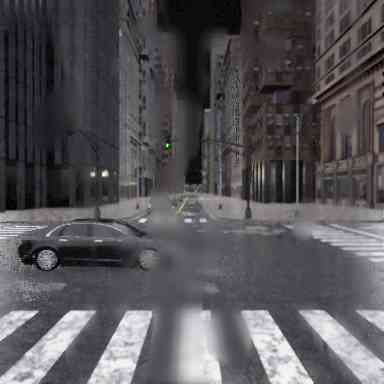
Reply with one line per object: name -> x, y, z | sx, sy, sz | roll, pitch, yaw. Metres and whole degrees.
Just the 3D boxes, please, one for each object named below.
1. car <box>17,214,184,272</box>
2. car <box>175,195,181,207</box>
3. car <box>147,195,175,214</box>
car -> -2.668, 1.573, 10.180 | 4.892, 1.490, 1.837 | 0, 0, 0
car -> -3.029, 1.361, 46.723 | 2.033, 1.411, 5.357 | 0, 0, 0
car -> -3.027, 1.226, 31.621 | 2.097, 1.767, 4.553 | 0, 0, 0
